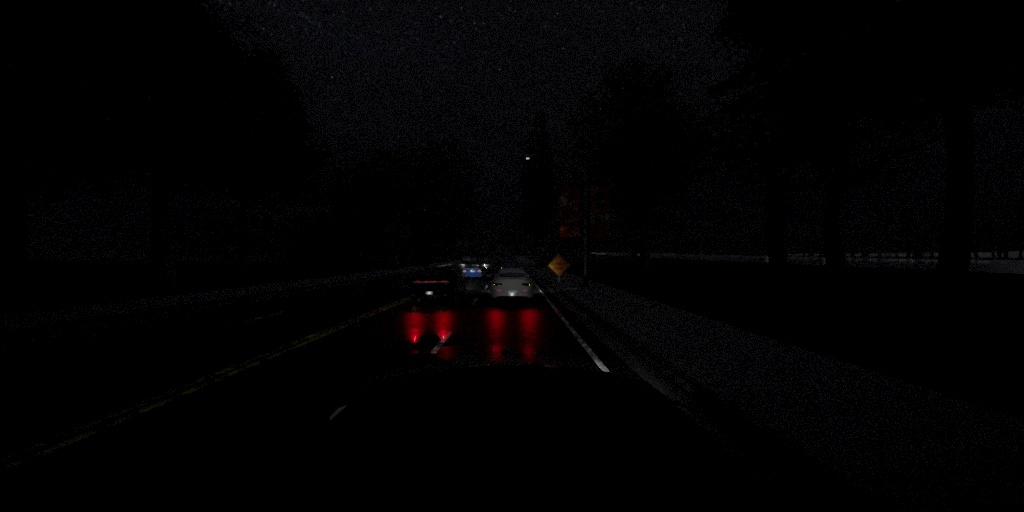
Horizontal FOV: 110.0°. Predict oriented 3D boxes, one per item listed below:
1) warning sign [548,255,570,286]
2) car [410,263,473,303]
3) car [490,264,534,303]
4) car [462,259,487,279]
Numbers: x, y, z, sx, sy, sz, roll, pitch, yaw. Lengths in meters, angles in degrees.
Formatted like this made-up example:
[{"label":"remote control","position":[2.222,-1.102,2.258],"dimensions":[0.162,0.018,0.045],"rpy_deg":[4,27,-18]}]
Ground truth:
[{"label":"warning sign","position":[2.850,0.850,21.623],"dimensions":[1.300,1.860,1.060],"rpy_deg":[0,0,0]},{"label":"car","position":[-3.250,1.238,16.501],"dimensions":[2.128,1.511,4.902],"rpy_deg":[0,0,0]},{"label":"car","position":[-0.001,1.276,16.501],"dimensions":[1.812,1.442,4.674],"rpy_deg":[0,0,0]},{"label":"car","position":[-3.250,1.280,31.502],"dimensions":[2.033,1.411,5.357],"rpy_deg":[0,0,0]}]
